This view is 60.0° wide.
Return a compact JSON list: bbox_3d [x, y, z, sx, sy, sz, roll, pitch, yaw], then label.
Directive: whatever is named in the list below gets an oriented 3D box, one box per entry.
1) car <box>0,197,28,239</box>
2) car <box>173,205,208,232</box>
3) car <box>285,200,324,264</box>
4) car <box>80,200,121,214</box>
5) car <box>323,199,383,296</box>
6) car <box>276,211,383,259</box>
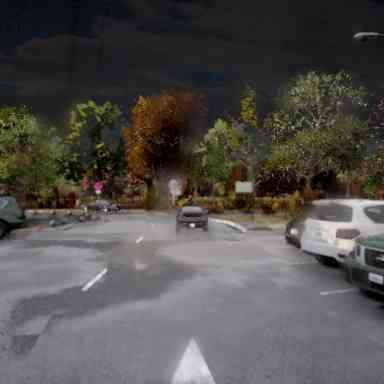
[{"bbox_3d":[-11.022,1.269,16.095,5.566,2.045,2.435,-1,0,-20],"label":"car"},{"bbox_3d":[-0.077,1.549,20.580,1.837,1.490,4.892,0,0,-2],"label":"car"},{"bbox_3d":[5.971,1.257,10.036,5.566,2.045,2.435,1,0,-20],"label":"car"},{"bbox_3d":[-10.266,1.600,37.186,4.902,1.511,2.128,0,-1,26],"label":"car"},{"bbox_3d":[5.930,1.250,6.976,5.566,2.045,2.435,1,0,-20],"label":"car"},{"bbox_3d":[5.967,1.544,13.060,4.792,1.488,2.163,1,0,-20],"label":"car"}]
